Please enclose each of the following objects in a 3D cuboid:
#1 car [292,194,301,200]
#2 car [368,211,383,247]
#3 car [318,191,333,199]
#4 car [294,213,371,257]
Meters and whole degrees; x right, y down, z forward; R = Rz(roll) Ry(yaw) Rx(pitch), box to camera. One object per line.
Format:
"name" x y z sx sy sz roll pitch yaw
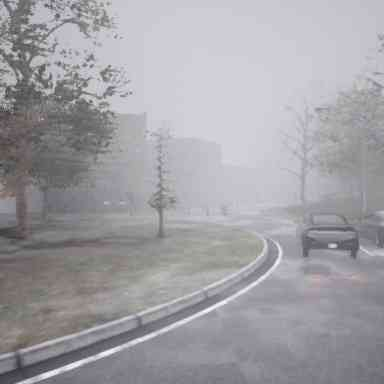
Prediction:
"car" 24.793 1.158 77.321 1.837 1.490 4.892 -1 1 36
"car" 8.754 1.592 15.128 1.812 1.442 4.674 0 -1 7
"car" 32.929 0.866 82.955 1.882 1.535 5.008 -1 1 36
"car" 5.242 1.578 13.326 2.128 1.511 4.902 0 -1 14
